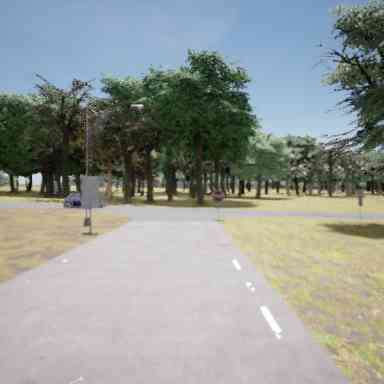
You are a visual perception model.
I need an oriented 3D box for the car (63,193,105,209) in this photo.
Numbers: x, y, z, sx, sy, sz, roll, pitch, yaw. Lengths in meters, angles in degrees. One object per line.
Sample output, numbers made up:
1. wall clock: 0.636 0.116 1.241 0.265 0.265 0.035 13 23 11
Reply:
1. car: -12.411 0.989 38.585 4.553 1.767 2.097 2 1 -1
